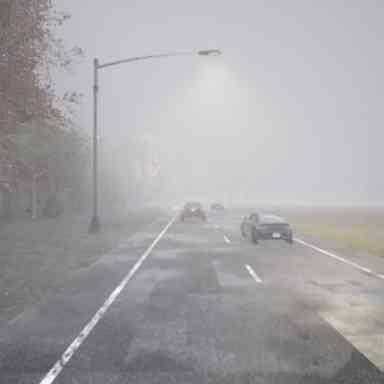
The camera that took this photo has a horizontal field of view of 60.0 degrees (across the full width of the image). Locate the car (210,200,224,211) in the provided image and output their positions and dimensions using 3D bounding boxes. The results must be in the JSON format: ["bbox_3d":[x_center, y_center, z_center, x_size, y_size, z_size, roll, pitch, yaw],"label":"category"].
[{"bbox_3d":[3.602,1.973,48.947,1.812,1.442,4.674,0,0,0],"label":"car"}]

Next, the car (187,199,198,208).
[{"bbox_3d":[0.104,2.022,60.107,1.882,1.535,5.008,0,-1,0],"label":"car"}]

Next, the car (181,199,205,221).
[{"bbox_3d":[0.102,1.638,30.728,2.097,1.767,4.553,0,0,0],"label":"car"}]

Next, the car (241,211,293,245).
[{"bbox_3d":[3.600,1.682,16.430,1.812,1.442,4.674,0,0,0],"label":"car"}]
